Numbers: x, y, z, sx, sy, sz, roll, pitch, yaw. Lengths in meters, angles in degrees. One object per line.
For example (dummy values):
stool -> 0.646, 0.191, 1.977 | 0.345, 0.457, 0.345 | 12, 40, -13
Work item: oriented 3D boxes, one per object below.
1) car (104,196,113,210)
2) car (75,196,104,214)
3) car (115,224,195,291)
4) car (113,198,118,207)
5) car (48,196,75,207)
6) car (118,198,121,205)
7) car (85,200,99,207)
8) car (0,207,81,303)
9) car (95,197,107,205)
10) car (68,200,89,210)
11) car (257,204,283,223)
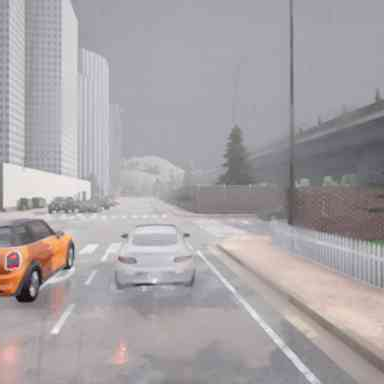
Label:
car -> -13.687, 1.626, 50.169 | 2.150, 2.045, 5.566 | 0, 0, -8
car -> -12.404, 1.682, 40.678 | 2.097, 1.767, 4.553 | 0, 0, -8
car -> -0.995, 1.599, 9.193 | 1.812, 1.442, 4.674 | 0, 0, -6
car -> -14.994, 2.009, 60.090 | 1.812, 1.442, 4.674 | 0, 0, -7
car -> -15.987, 1.559, 41.048 | 2.150, 2.045, 5.566 | 0, 0, -8
car -> -16.507, 2.050, 71.755 | 1.882, 1.535, 5.008 | 0, 0, -8
car -> -18.877, 2.111, 62.970 | 1.895, 1.301, 4.718 | 0, 0, -7
car -> -4.496, 1.424, 8.472 | 2.097, 1.767, 4.553 | 0, 0, -6
car -> -20.498, 1.957, 75.151 | 2.097, 1.767, 4.553 | 0, 0, -8
car -> -17.351, 1.965, 51.198 | 2.033, 1.411, 5.357 | 0, 0, -7
car -> 7.831, 1.764, 27.715 | 4.892, 1.490, 1.837 | 0, 0, -8
